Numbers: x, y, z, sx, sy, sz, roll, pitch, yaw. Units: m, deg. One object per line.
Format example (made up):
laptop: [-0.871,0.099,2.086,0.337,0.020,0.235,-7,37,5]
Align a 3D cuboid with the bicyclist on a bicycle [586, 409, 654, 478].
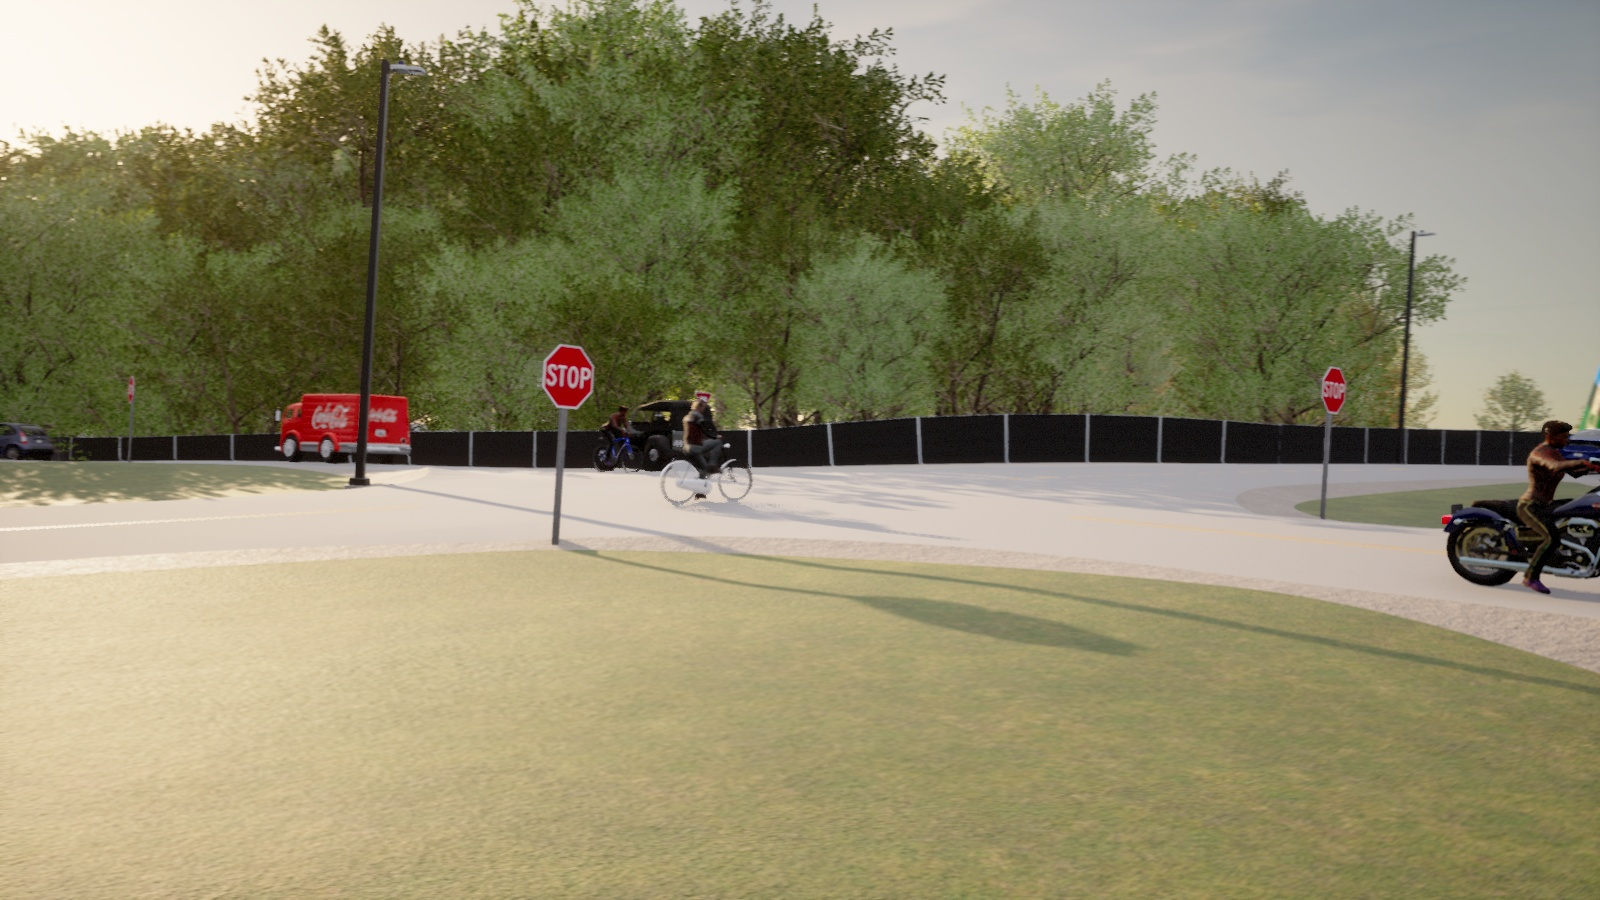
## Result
bicyclist on a bicycle: [-4.332,-0.150,30.179,1.656,1.620,0.582,0,0,35]

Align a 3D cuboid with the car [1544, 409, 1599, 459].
car: [26.814,-0.535,41.522,5.008,1.535,1.882,0,3,-35]

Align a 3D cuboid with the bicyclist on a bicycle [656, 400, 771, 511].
bicyclist on a bicycle: [-1.456,0.059,21.290,1.843,1.776,0.659,-3,3,-38]

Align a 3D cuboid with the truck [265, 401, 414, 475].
truck: [-16.526,-0.389,44.983,5.204,2.467,2.627,0,-1,38]

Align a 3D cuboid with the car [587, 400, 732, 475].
car: [-3.826,-0.271,33.871,1.905,1.878,3.866,1,-2,-44]

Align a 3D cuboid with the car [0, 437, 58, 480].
car: [-31.941,0.385,49.797,3.988,1.617,1.851,-3,0,7]

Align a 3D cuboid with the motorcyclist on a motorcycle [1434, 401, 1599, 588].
motorcyclist on a motorcycle: [7.190,0.382,11.516,0.766,1.649,2.350,-2,2,-39]
